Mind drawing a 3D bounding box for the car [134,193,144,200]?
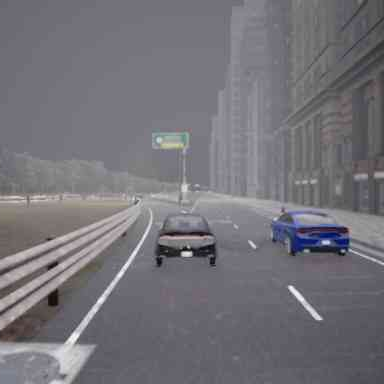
[{"bbox_3d":[-12.846,0.952,79.869,2.097,1.767,4.553,0,0,-13],"label":"car"}]

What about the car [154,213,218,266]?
[{"bbox_3d":[-0.258,1.464,11.465,2.128,1.511,4.902,0,0,-3],"label":"car"}]

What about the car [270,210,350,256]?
[{"bbox_3d":[4.358,1.445,13.041,1.882,1.535,5.008,0,0,2],"label":"car"}]
